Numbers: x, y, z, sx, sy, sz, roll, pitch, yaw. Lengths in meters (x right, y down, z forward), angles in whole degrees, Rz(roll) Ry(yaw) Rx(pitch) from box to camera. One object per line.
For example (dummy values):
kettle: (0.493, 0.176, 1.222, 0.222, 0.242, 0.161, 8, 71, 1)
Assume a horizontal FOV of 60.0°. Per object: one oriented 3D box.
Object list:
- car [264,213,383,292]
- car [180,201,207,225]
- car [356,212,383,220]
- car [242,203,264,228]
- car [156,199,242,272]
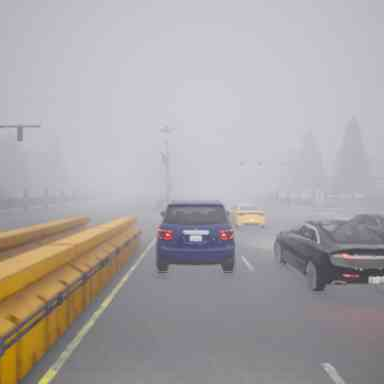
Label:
car: (3.602, 1.503, 8.920, 2.128, 1.511, 4.902, 0, 0, 0)
car: (0.103, 1.539, 25.542, 1.837, 1.490, 4.892, 0, 0, 0)
car: (7.101, 1.523, 12.666, 1.837, 1.490, 4.892, 0, 0, 0)
car: (3.603, 1.506, 22.473, 1.882, 1.535, 5.008, 0, 0, 0)
car: (0.105, 1.237, 10.955, 2.150, 2.045, 5.566, 0, 0, 0)
